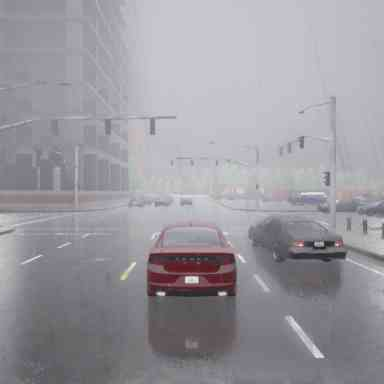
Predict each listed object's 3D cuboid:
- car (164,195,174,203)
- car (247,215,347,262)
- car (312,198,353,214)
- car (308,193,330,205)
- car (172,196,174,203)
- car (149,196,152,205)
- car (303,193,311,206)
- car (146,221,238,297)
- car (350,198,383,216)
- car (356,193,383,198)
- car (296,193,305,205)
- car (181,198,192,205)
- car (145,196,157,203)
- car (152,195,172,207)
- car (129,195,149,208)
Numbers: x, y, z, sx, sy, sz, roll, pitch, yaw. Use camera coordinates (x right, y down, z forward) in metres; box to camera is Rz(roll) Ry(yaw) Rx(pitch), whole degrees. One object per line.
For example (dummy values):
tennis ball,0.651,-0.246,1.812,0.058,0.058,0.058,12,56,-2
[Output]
car,-4.830,1.500,71.286,1.837,1.490,4.892,0,0,-1
car,3.477,1.547,12.076,2.033,1.411,5.357,0,0,-4
car,16.281,1.603,35.773,5.357,1.411,2.033,0,0,-1
car,24.118,1.451,61.297,3.806,1.475,1.970,0,0,-1
car,-4.743,1.547,61.166,2.033,1.411,5.357,0,0,0
car,-8.208,1.352,58.114,2.097,1.767,4.553,0,0,-1
car,24.095,1.419,64.192,3.905,1.438,1.784,0,0,-1
car,-0.012,1.478,8.640,1.882,1.535,5.008,0,0,0
car,18.386,1.581,32.277,4.674,1.442,1.812,0,0,-1
car,39.038,1.209,72.549,4.605,1.855,1.932,0,0,-1
car,24.022,1.209,66.875,4.605,1.855,1.932,0,0,-1
car,-1.002,1.601,57.177,1.895,1.301,4.718,0,0,-1
car,-8.294,1.564,68.076,1.994,1.385,4.181,0,0,-1
car,-4.611,1.477,51.209,1.882,1.535,5.008,0,0,-1
car,-8.080,1.491,48.901,2.128,1.511,4.902,0,0,-1
